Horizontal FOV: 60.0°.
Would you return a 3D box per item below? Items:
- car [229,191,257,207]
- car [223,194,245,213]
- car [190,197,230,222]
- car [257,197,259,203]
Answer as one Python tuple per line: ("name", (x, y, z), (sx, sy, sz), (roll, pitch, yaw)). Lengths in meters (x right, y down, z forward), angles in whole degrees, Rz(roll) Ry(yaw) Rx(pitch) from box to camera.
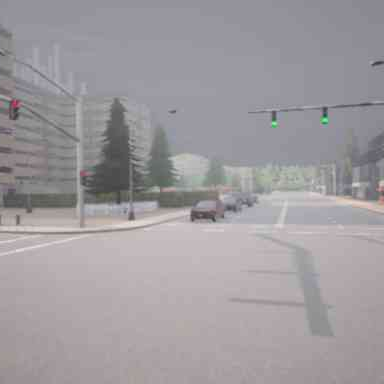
("car", (6.863, 0.950, 44.212), (2.150, 2.045, 5.566), (-1, 0, 17))
("car", (4.017, 1.285, 34.733), (1.882, 1.535, 5.008), (-1, 0, 17))
("car", (1.294, 1.360, 25.553), (1.882, 1.535, 5.008), (-1, 0, 17))
("car", (9.882, 1.193, 54.391), (2.033, 1.411, 5.357), (-1, 0, 16))
